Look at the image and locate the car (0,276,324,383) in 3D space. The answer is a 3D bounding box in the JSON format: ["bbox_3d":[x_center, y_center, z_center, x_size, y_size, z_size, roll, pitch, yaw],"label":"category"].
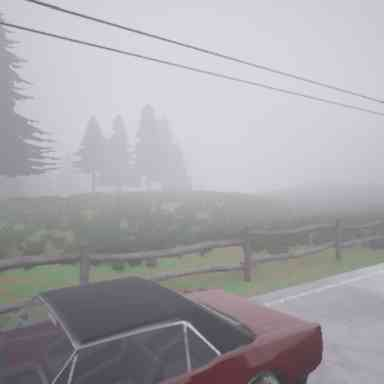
[{"bbox_3d":[-1.038,1.591,2.840,4.718,1.301,1.895,-1,1,-35],"label":"car"}]
